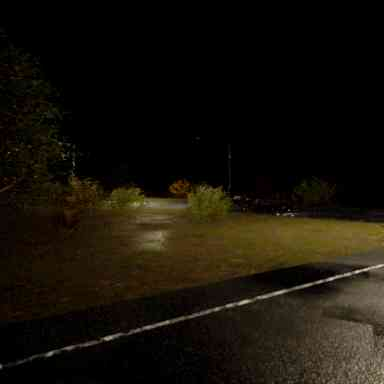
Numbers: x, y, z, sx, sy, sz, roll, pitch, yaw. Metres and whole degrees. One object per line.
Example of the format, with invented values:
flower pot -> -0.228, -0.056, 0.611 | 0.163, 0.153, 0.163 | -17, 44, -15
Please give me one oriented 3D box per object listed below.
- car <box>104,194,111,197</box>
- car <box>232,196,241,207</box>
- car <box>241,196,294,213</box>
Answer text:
car -> -16.721, 1.148, 68.630 | 1.882, 1.535, 5.008 | 0, 0, -32
car -> 6.768, 1.301, 48.620 | 2.128, 1.511, 4.902 | 0, 0, -37
car -> 8.099, 1.430, 35.290 | 2.033, 1.411, 5.357 | 0, 0, -37
